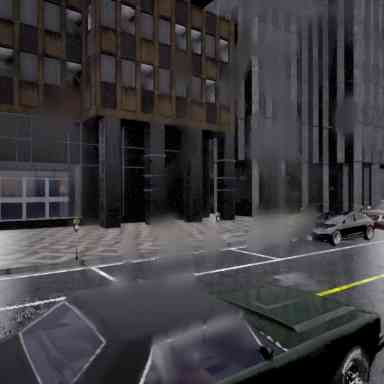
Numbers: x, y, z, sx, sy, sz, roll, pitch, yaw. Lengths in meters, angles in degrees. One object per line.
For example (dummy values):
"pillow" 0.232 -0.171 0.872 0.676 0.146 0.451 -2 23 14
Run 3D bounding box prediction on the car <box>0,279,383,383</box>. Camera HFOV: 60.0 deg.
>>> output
"car" -0.091 1.601 3.254 4.718 1.301 1.895 0 0 -36

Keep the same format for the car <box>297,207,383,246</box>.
"car" 6.687 1.565 15.285 4.313 1.339 1.947 0 0 -35

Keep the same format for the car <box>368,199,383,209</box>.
"car" 11.275 1.314 18.559 5.009 1.841 2.192 0 0 -35
